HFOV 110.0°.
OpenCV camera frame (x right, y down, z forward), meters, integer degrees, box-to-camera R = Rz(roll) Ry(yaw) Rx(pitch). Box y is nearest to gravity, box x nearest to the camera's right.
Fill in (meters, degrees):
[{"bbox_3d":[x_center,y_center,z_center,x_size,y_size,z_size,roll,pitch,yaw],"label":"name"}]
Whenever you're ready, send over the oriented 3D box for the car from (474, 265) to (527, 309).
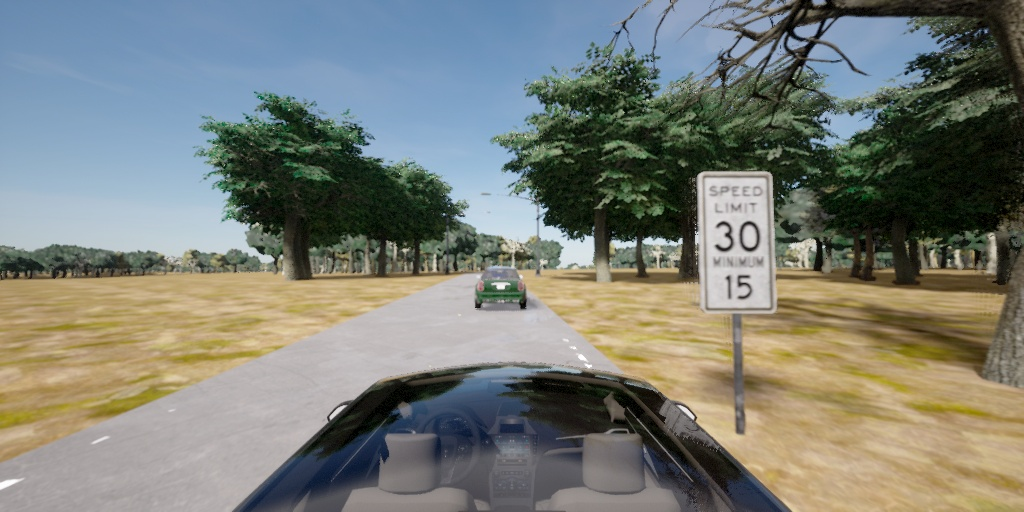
[{"bbox_3d":[-0.538,1.265,16.053,2.097,1.767,4.553,0,-1,-3],"label":"car"}]
